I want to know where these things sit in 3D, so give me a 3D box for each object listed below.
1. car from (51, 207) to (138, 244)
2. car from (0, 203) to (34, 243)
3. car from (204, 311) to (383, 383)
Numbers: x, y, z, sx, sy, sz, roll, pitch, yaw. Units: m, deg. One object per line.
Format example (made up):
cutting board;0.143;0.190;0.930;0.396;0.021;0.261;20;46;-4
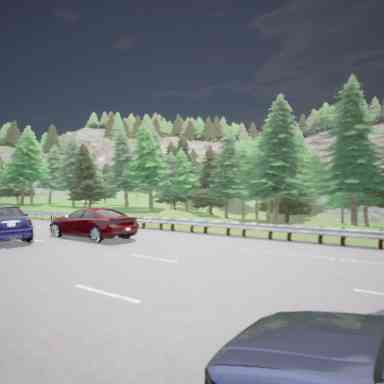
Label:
car;-4.814;1.477;16.022;5.008;1.535;1.882;0;0;35
car;-9.057;1.352;14.749;4.553;1.767;2.097;0;0;35
car;2.634;1.548;2.115;5.357;1.411;2.033;0;0;36
